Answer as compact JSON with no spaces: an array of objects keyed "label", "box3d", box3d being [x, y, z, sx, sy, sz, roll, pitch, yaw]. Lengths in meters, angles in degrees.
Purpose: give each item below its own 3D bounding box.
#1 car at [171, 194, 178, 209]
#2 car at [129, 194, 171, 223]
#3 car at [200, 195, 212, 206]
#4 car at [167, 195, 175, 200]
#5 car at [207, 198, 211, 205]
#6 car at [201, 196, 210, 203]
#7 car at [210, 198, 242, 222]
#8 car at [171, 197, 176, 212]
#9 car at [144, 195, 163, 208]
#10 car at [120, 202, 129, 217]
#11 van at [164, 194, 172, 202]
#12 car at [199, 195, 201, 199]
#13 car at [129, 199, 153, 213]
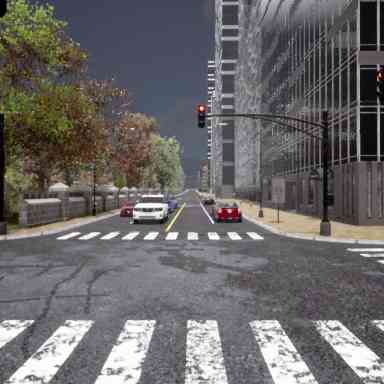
[{"label":"car","box3d":[-2.994,1.354,45.885,2.097,1.767,4.553,0,0,0]},{"label":"car","box3d":[-3.050,1.223,25.521,2.150,2.045,5.566,0,0,0]},{"label":"car","box3d":[2.805,1.564,54.447,1.947,1.339,4.313,0,0,0]},{"label":"car","box3d":[-5.504,1.531,88.569,1.802,1.307,4.206,0,0,0]},{"label":"car","box3d":[2.757,1.568,31.722,1.947,1.339,4.313,0,0,0]},{"label":"car","box3d":[2.841,1.506,71.664,1.752,1.417,4.829,0,0,0]},{"label":"car","box3d":[2.746,1.442,26.042,1.967,1.590,4.097,0,0,0]},{"label":"car","box3d":[-3.024,1.528,35.675,1.812,1.442,4.674,0,0,0]},{"label":"car","box3d":[-5.587,1.316,48.786,2.192,1.841,5.009,0,0,0]},{"label":"car","box3d":[-5.624,1.547,31.737,1.887,1.381,4.507,0,0,0]},{"label":"van","box3d":[-5.527,1.313,77.202,1.690,1.788,3.998,0,0,0]},{"label":"car","box3d":[2.817,1.434,60.128,1.967,1.590,4.097,0,0,0]},{"label":"car","box3d":[-5.612,1.553,37.420,2.008,1.369,4.403,0,0,0]}]
